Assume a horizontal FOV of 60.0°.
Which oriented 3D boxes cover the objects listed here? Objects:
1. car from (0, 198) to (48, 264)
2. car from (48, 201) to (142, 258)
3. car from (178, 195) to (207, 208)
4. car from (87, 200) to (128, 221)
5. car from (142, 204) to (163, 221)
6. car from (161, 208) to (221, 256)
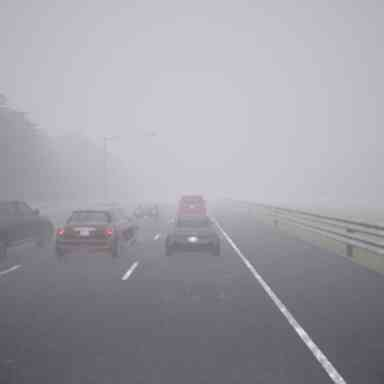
[{"bbox_3d":[-6.962,1.217,11.778,2.150,2.045,5.566,0,0,0],"label":"car"},{"bbox_3d":[-3.456,1.352,12.902,2.097,1.767,4.553,0,0,1],"label":"car"},{"bbox_3d":[0.035,1.230,26.804,2.150,2.045,5.566,0,0,0],"label":"car"},{"bbox_3d":[-6.955,1.500,27.977,2.128,1.511,4.902,0,0,0],"label":"car"},{"bbox_3d":[-3.460,1.609,27.357,1.895,1.301,4.718,0,0,0],"label":"car"},{"bbox_3d":[0.049,1.565,13.226,1.994,1.385,4.181,0,0,1],"label":"car"}]
